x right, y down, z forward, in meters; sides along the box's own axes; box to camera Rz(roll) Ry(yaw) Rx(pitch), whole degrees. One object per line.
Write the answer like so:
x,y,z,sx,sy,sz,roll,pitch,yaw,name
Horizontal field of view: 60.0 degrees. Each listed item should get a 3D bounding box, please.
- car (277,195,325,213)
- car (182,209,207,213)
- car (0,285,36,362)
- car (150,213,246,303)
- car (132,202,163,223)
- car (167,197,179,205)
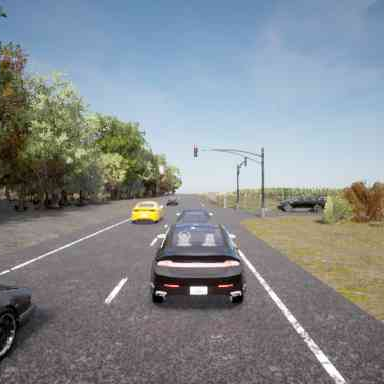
13.006,1.423,39.477,5.566,2.045,2.150,1,-1,3,car
0.137,1.568,17.101,1.994,1.385,4.181,0,0,0,car
-3.393,1.548,2.793,2.033,1.411,5.357,0,0,0,car
0.118,1.494,8.184,2.128,1.511,4.902,0,0,0,car
-3.344,1.483,25.684,1.882,1.535,5.008,0,0,0,car
-3.271,1.552,57.955,2.033,1.411,5.357,0,0,0,car
